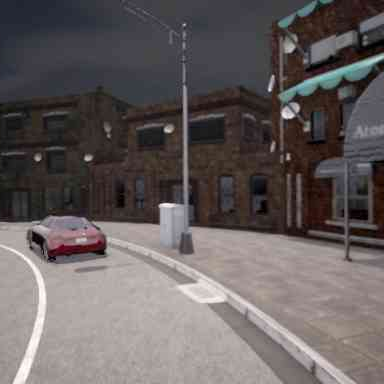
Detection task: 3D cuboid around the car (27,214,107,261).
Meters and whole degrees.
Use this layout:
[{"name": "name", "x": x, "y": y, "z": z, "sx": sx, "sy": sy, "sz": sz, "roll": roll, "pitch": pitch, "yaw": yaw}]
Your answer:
[{"name": "car", "x": -4.710, "y": 1.495, "z": 12.267, "sx": 1.994, "sy": 1.385, "sz": 4.181, "roll": -1, "pitch": 1, "yaw": -36}]
